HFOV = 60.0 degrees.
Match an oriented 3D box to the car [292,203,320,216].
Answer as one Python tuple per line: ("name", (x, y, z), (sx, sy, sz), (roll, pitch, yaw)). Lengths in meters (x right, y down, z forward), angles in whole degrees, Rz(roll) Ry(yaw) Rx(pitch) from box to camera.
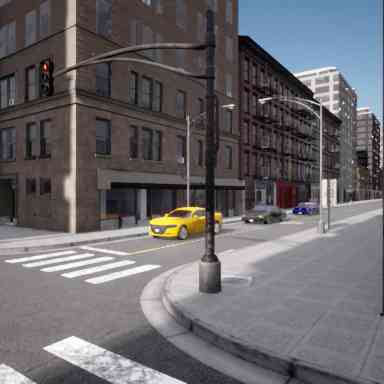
("car", (12.180, 1.822, 35.260), (1.895, 1.301, 4.718), (0, 0, 36))

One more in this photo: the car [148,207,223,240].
("car", (-0.214, 1.576, 17.895), (1.882, 1.535, 5.008), (0, 0, 35))

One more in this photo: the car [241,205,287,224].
("car", (5.869, 1.707, 26.426), (2.033, 1.411, 5.357), (0, 0, 36))
